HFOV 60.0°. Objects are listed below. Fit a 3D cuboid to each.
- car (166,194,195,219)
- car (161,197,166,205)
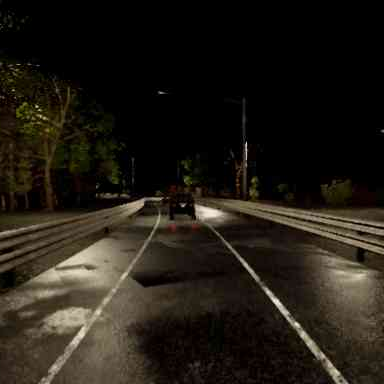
[{"bbox_3d":[-0.964,1.225,29.628,2.150,2.045,5.566,0,0,-5],"label":"car"},{"bbox_3d":[-4.341,1.521,58.584,2.033,1.411,5.357,0,0,-10],"label":"car"}]
